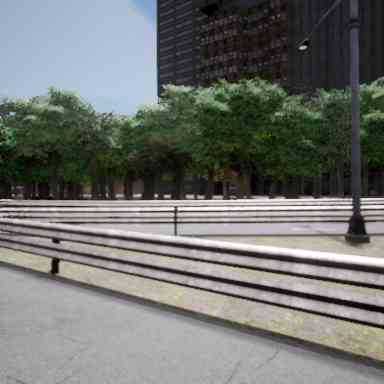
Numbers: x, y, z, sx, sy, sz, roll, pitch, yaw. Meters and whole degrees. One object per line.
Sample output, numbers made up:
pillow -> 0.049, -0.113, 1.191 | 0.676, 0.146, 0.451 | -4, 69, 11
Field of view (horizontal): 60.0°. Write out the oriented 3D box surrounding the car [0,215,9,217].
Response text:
car -> -14.610, 1.348, 22.397 | 4.674, 1.442, 1.812 | 0, 0, 15
